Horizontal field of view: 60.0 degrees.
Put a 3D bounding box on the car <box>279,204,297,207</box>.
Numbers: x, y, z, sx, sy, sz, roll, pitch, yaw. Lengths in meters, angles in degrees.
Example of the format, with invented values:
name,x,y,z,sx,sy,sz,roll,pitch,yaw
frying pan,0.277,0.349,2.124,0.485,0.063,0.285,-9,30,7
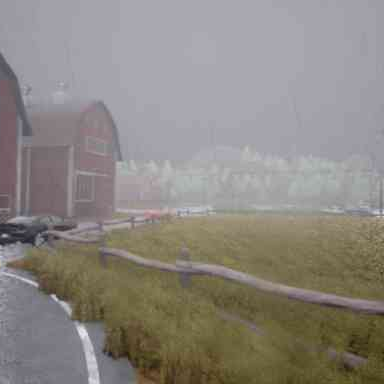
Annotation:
name,x,y,z,sx,sy,sz,roll,pitch,yaw
car,25.254,3.908,87.251,4.605,1.855,1.932,0,-2,15

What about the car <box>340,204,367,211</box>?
name,x,y,z,sx,sy,sz,roll,pitch,yaw
car,34.607,3.770,70.379,4.611,1.667,2.242,0,-2,15

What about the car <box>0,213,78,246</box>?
name,x,y,z,sx,sy,sz,roll,pitch,yaw
car,-7.658,1.817,16.865,1.882,1.535,5.008,0,-2,10

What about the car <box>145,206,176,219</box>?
name,x,y,z,sx,sy,sz,roll,pitch,yaw
car,-3.311,2.247,36.103,2.097,1.767,4.553,0,-1,16
